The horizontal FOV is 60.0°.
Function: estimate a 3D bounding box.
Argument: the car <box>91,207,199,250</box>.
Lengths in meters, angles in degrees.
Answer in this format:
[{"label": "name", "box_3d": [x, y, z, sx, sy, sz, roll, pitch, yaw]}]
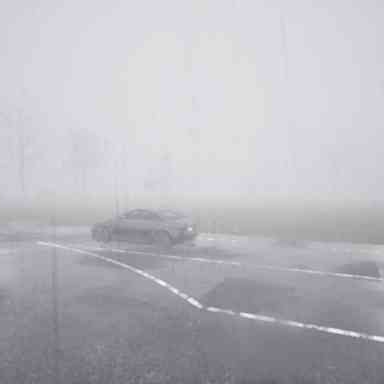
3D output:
[{"label": "car", "box_3d": [-1.851, 1.294, 12.944, 4.181, 1.385, 1.994, 1, 2, 26]}]
